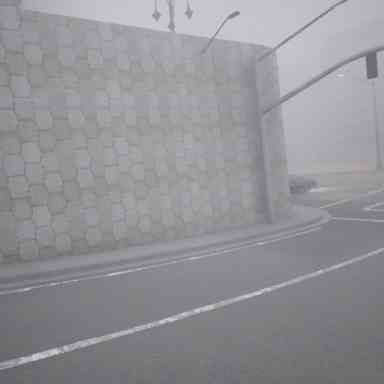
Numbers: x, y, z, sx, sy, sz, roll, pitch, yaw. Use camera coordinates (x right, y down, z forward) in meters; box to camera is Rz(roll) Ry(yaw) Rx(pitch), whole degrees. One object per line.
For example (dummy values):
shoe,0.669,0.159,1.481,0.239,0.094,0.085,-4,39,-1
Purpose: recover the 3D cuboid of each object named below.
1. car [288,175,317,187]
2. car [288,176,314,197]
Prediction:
car,9.337,-0.897,30.786,1.994,1.385,4.181,-10,6,-34
car,7.260,-0.347,27.713,1.895,1.301,4.718,-10,6,-35
